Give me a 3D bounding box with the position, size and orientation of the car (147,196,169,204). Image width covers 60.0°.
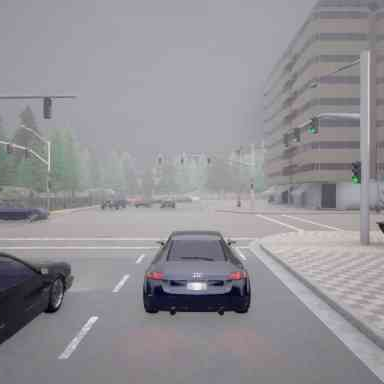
[{"bbox_3d":[-6.612,1.548,65.229,2.033,1.411,5.357,0,0,23],"label":"car"}]

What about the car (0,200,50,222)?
[{"bbox_3d":[-13.376,1.385,25.462,4.553,1.767,2.097,0,0,-14],"label":"car"}]

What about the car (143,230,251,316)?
[{"bbox_3d":[0.094,1.564,7.632,1.994,1.385,4.181,0,0,0],"label":"car"}]

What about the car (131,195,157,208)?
[{"bbox_3d":[-6.828,1.547,48.088,2.033,1.411,5.357,0,0,2],"label":"car"}]

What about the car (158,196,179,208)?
[{"bbox_3d":[-3.222,1.525,46.940,1.812,1.442,4.674,0,0,2],"label":"car"}]

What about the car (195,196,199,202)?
[{"bbox_3d":[-0.190,1.524,75.736,1.812,1.442,4.674,0,0,38],"label":"car"}]

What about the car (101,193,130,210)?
[{"bbox_3d":[-10.404,1.221,44.430,2.150,2.045,5.566,0,0,2],"label":"car"}]

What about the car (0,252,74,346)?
[{"bbox_3d":[-3.426,1.547,4.599,2.033,1.411,5.357,0,0,0],"label":"car"}]

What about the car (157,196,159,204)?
[{"bbox_3d":[-5.360,1.478,57.957,1.882,1.535,5.008,0,0,15],"label":"car"}]

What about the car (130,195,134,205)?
[{"bbox_3d":[-9.582,1.352,53.863,2.097,1.767,4.553,0,0,8],"label":"car"}]

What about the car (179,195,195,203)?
[{"bbox_3d":[-1.674,1.564,67.250,1.994,1.385,4.181,0,0,28],"label":"car"}]
